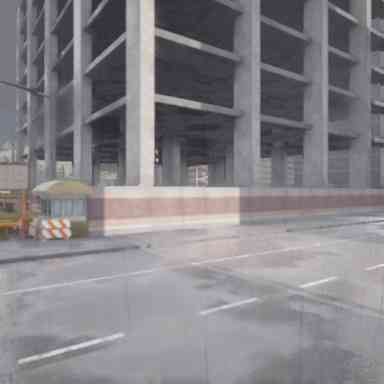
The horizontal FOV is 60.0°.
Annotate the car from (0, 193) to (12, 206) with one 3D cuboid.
[{"bbox_3d":[-29.026,1.114,49.503,3.866,1.878,1.905,0,0,-36],"label":"car"}]

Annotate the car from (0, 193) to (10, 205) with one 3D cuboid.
[{"bbox_3d":[-30.749,1.114,51.886,3.866,1.878,1.905,0,0,-36],"label":"car"}]
